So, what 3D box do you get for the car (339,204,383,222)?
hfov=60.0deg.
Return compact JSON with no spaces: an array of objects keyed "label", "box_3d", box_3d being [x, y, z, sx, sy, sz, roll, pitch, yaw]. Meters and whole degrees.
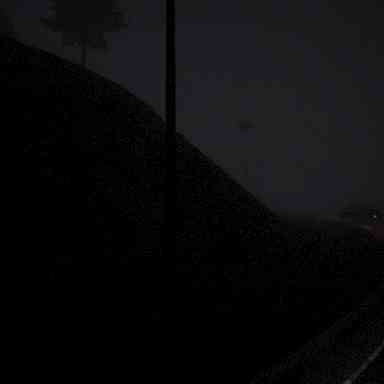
[{"label":"car","box_3d":[13.924,1.686,27.538,1.812,1.442,4.674,0,0,1]}]
